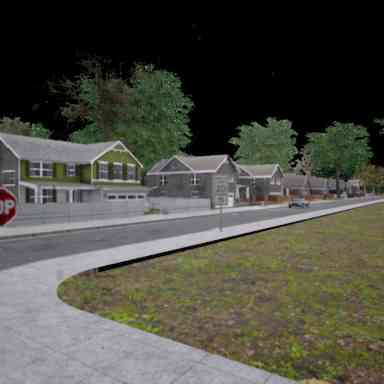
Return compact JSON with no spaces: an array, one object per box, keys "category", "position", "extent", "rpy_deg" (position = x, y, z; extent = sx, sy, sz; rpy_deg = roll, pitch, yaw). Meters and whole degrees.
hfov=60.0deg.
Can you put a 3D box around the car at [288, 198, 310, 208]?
[{"category":"car","position":[14.917,1.522,46.163],"extent":[1.994,1.385,4.181],"rpy_deg":[0,0,35]}]
